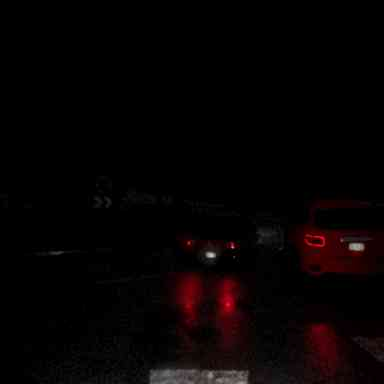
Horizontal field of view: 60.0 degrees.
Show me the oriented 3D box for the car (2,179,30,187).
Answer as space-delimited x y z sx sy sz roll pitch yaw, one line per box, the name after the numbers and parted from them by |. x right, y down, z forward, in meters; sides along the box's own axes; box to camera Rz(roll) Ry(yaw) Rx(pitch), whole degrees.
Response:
-38.268 -1.937 72.310 4.892 1.521 2.231 -3 7 -41 | car

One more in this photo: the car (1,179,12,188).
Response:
-37.236 -1.662 69.542 4.792 1.488 2.163 -3 7 -40 | car

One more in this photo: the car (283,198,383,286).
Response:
3.940 1.183 9.534 2.150 2.045 5.566 0 1 11 | car

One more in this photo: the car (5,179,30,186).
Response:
-39.368 -2.141 75.049 4.674 1.452 2.002 -3 6 -41 | car

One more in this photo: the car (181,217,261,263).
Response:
1.245 1.523 11.817 1.895 1.301 4.718 0 1 18 | car

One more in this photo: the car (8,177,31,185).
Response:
-41.637 -2.787 80.453 4.553 1.767 2.185 -3 6 -42 | car

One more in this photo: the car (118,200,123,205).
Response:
-10.772 0.614 43.776 2.150 2.045 5.566 -1 3 -28 | car
